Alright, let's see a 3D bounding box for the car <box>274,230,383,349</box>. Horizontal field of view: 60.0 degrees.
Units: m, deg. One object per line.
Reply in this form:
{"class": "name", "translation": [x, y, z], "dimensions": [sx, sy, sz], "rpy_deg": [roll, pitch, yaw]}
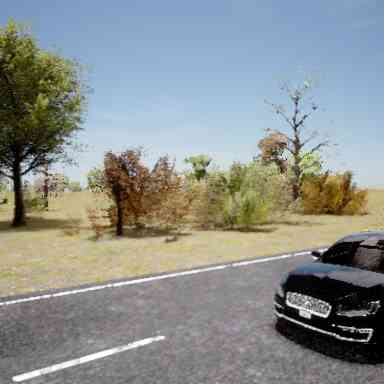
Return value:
{"class": "car", "translation": [3.626, 1.544, 6.277], "dimensions": [4.892, 1.490, 1.837], "rpy_deg": [0, 0, -36]}
